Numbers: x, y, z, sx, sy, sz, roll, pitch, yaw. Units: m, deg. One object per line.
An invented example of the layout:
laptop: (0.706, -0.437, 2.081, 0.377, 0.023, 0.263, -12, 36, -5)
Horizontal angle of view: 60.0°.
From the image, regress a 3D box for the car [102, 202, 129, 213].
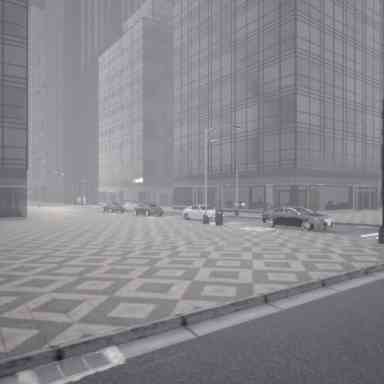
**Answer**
car: (-11.156, 2.169, 46.732, 1.837, 1.490, 4.892, 0, -1, -35)

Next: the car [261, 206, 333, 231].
car: (6.784, 1.683, 21.902, 2.128, 1.511, 4.902, 0, -1, -35)

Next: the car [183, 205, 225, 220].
car: (0.951, 1.870, 29.957, 1.812, 1.442, 4.674, 0, -1, -36)

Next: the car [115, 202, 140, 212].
car: (-9.780, 2.221, 50.195, 1.812, 1.442, 4.674, 0, -1, -36)

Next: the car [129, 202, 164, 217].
car: (-5.088, 2.007, 38.293, 1.837, 1.490, 4.892, 0, -1, -36)
